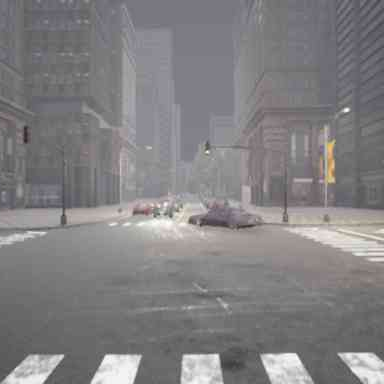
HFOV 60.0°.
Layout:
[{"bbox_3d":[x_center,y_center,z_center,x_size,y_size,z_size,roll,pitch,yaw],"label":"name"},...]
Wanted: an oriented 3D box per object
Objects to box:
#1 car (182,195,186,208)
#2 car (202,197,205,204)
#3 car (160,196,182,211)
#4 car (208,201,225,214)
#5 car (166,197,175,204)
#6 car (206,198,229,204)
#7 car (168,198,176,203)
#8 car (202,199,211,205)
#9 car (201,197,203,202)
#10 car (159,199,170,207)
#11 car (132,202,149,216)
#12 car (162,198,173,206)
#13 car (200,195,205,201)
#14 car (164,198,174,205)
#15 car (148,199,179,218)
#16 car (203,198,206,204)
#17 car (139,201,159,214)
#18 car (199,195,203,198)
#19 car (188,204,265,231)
[{"bbox_3d":[-2.627,1.854,56.296,2.097,1.767,4.553,0,0,1],"label":"car"},{"bbox_3d":[3.222,2.045,59.134,1.752,1.417,4.829,1,0,0],"label":"car"},{"bbox_3d":[-2.742,1.760,43.899,2.097,1.767,4.553,0,0,1],"label":"car"},{"bbox_3d":[3.099,1.938,42.341,1.887,1.381,4.507,0,0,0],"label":"car"},{"bbox_3d":[-5.140,2.078,81.184,1.967,1.590,4.097,1,0,0],"label":"car"},{"bbox_3d":[3.060,1.662,36.803,2.192,1.841,5.009,0,0,0],"label":"car"},{"bbox_3d":[-5.101,2.241,86.724,1.802,1.307,4.206,1,0,0],"label":"car"},{"bbox_3d":[3.343,2.193,75.586,1.802,1.307,4.206,1,0,0],"label":"car"},{"bbox_3d":[3.261,2.135,64.504,1.802,1.307,4.206,1,0,0],"label":"car"},{"bbox_3d":[-5.264,2.138,64.562,1.802,1.307,4.206,1,0,0],"label":"car"},{"bbox_3d":[-5.467,1.895,36.861,1.887,1.381,4.507,0,0,0],"label":"car"},{"bbox_3d":[-5.222,2.027,70.104,1.967,1.590,4.097,1,0,0],"label":"car"},{"bbox_3d":[3.303,2.024,70.046,1.967,1.590,4.097,1,0,0],"label":"car"},{"bbox_3d":[-5.184,2.139,75.474,1.752,1.417,4.829,1,0,0],"label":"car"},{"bbox_3d":[-2.819,1.816,33.890,2.128,1.511,4.902,0,0,1],"label":"car"},{"bbox_3d":[3.180,2.046,53.422,1.947,1.339,4.313,0,0,0],"label":"car"},{"bbox_3d":[-5.427,1.947,42.401,2.008,1.369,4.403,0,0,0],"label":"car"},{"bbox_3d":[3.424,2.221,86.669,1.947,1.339,4.313,1,0,0],"label":"car"},{"bbox_3d":[2.219,1.776,22.364,5.357,1.411,2.033,0,0,42],"label":"car"}]
